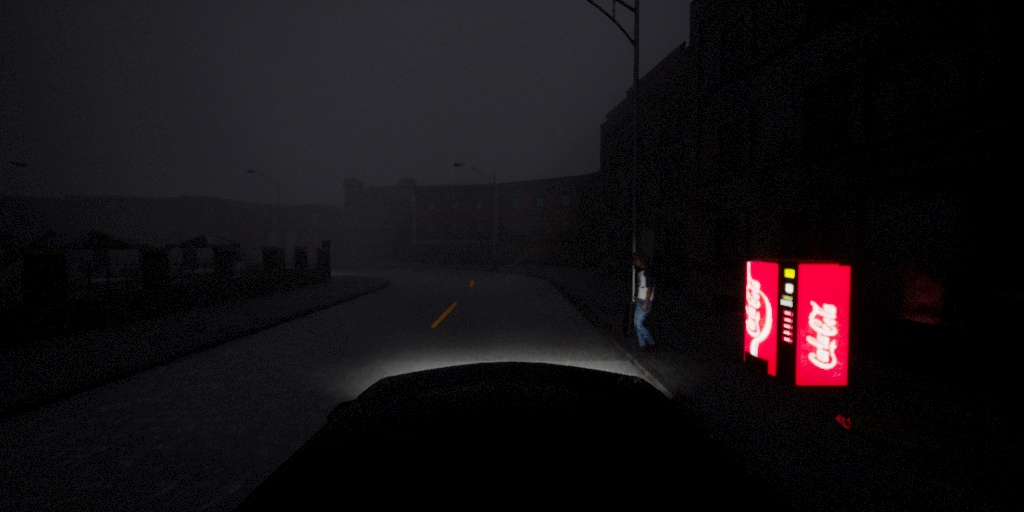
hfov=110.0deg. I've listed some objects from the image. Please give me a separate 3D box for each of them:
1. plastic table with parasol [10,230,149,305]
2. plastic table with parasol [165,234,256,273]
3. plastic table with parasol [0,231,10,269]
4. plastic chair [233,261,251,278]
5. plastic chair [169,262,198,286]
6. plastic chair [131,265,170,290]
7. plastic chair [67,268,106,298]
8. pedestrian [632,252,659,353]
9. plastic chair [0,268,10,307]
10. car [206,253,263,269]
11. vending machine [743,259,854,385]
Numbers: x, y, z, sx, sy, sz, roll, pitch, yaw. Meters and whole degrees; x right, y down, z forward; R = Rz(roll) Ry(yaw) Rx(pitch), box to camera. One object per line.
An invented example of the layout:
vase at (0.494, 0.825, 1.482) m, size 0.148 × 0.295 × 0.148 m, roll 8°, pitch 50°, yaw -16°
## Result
plastic table with parasol at (-13.057, 0.435, 11.238) m, size 2.482 × 2.480 × 2.482 m, roll 0°, pitch 0°, yaw -40°
plastic table with parasol at (-13.276, 0.299, 15.585) m, size 2.482 × 2.480 × 2.482 m, roll 0°, pitch 0°, yaw 0°
plastic table with parasol at (-16.925, 0.343, 13.183) m, size 2.482 × 2.480 × 2.482 m, roll 0°, pitch 0°, yaw -40°
plastic chair at (-12.023, 0.906, 15.486) m, size 0.730 × 1.272 × 0.750 m, roll 0°, pitch 0°, yaw 0°
plastic chair at (-13.360, 0.942, 14.344) m, size 0.750 × 1.272 × 0.730 m, roll 0°, pitch 0°, yaw 0°
plastic chair at (-12.036, 1.016, 11.973) m, size 0.730 × 1.272 × 0.750 m, roll 0°, pitch 0°, yaw -40°
plastic chair at (-12.326, 1.071, 10.239) m, size 0.750 × 1.272 × 0.730 m, roll 0°, pitch 0°, yaw -40°
pedestrian at (2.427, 0.791, 6.433) m, size 0.375 × 1.860 × 0.375 m, roll 0°, pitch 2°, yaw 0°
plastic chair at (-14.032, 1.068, 10.338) m, size 0.730 × 1.272 × 0.750 m, roll 0°, pitch 0°, yaw -35°
car at (-18.370, 0.529, 24.732) m, size 4.892 × 1.490 × 1.837 m, roll 0°, pitch 2°, yaw 0°
vending machine at (4.299, 1.045, 5.529) m, size 1.100 × 2.100 × 0.880 m, roll 0°, pitch 0°, yaw 0°
